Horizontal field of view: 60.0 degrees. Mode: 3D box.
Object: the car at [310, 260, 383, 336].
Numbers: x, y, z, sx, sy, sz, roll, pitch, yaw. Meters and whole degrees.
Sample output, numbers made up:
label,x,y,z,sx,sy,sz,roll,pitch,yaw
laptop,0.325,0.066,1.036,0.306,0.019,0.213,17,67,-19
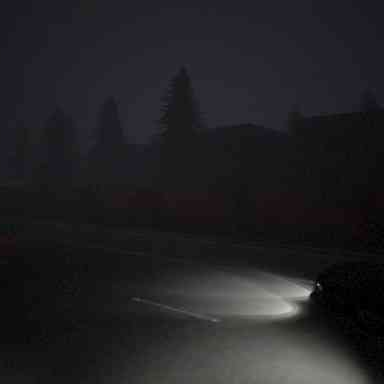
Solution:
label,x,y,z,sx,sy,sz,roll,pitch,yaw
car,4.688,1.559,4.947,5.357,1.411,2.033,1,0,35
